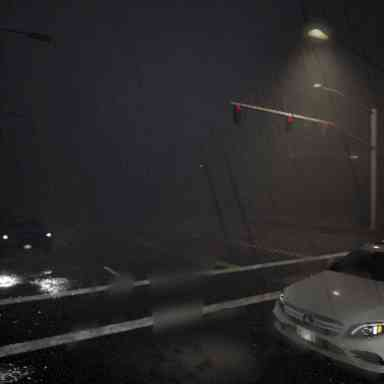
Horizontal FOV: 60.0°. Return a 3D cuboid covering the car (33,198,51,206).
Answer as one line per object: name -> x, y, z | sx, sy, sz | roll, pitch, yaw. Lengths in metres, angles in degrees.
car -> -35.308, 2.293, 78.270 | 2.150, 2.045, 5.566 | 1, 0, -32

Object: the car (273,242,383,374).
car -> 3.466, 1.617, 5.563 | 4.674, 1.442, 1.812 | 1, -1, -32

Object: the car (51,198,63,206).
car -> -32.339, 2.653, 80.116 | 2.033, 1.411, 5.357 | 1, 0, -32

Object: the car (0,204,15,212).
car -> -14.815, 1.880, 26.056 | 2.033, 1.411, 5.357 | 1, -1, -32

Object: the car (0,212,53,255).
car -> -7.264, 1.735, 14.149 | 1.895, 1.301, 4.718 | 1, -1, -33
